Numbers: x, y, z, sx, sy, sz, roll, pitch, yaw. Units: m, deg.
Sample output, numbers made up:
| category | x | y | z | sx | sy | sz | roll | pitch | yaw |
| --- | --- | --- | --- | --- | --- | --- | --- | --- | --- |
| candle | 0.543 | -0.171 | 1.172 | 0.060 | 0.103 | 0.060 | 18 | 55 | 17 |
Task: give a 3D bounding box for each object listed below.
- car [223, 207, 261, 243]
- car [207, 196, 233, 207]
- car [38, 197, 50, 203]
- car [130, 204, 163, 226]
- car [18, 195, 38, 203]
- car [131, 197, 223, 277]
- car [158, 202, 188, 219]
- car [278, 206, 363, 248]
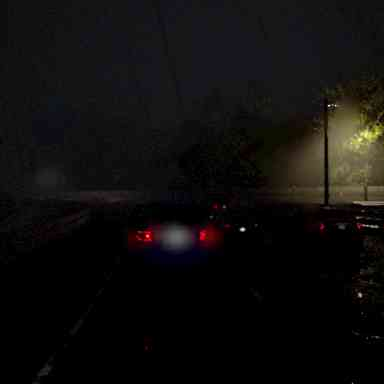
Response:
| category | x | y | z | sx | sy | sz | roll | pitch | yaw |
| --- | --- | --- | --- | --- | --- | --- | --- | --- | --- |
| car | 1.926 | 1.665 | 16.846 | 1.994 | 1.385 | 4.181 | 0 | 0 | -9 |
| car | 2.061 | 1.415 | 31.608 | 2.150 | 2.045 | 5.566 | 0 | 0 | -16 |
| car | -39.629 | 2.043 | 86.051 | 4.902 | 1.511 | 2.128 | 0 | 0 | 37 |
| car | -3.763 | 1.725 | 26.541 | 2.033 | 1.411 | 5.357 | 0 | 0 | -14 |
| car | -41.792 | 1.733 | 83.300 | 5.566 | 2.045 | 2.150 | 0 | 0 | 37 |
| car | -0.713 | 1.289 | 10.779 | 2.150 | 2.045 | 5.566 | 0 | -1 | -7 |
| car | -1.945 | 1.775 | 32.615 | 1.994 | 1.385 | 4.181 | 0 | 0 | -18 |
| car | 5.704 | 1.436 | 15.388 | 2.097 | 1.767 | 4.553 | 0 | 0 | -8 |
